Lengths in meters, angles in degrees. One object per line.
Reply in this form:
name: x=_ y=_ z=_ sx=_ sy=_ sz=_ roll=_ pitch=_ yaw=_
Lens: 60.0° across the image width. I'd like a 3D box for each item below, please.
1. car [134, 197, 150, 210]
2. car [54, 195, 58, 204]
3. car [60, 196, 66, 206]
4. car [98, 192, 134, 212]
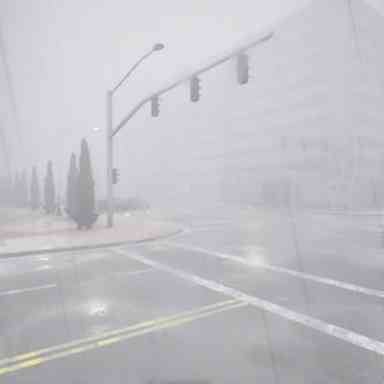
car: x=-6.702 y=1.324 z=39.610 sx=2.128 sy=1.511 sz=4.902 roll=0 pitch=0 yaw=-35
car: x=-23.483 y=1.345 z=57.485 sx=2.128 sy=1.511 sz=4.902 roll=0 pitch=0 yaw=-35
car: x=-17.426 y=1.205 z=48.929 sx=2.097 sy=1.767 sz=4.553 roll=0 pitch=0 yaw=-35
car: x=-8.517 y=1.207 z=36.106 sx=2.097 sy=1.767 sz=4.553 roll=0 pitch=0 yaw=-35
